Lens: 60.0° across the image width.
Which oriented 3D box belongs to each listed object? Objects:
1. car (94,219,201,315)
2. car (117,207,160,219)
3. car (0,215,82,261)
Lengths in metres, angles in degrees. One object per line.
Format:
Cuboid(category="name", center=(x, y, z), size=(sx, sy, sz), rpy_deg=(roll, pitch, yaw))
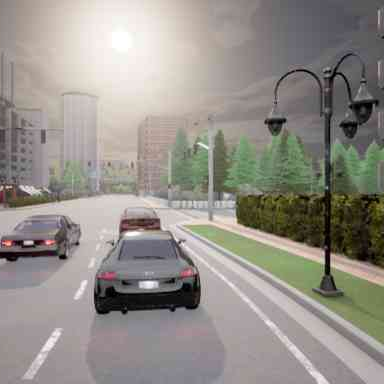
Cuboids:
Cuboid(category="car", center=(-1.041, 1.562, 7.701), size=(1.994, 1.385, 4.181), rpy_deg=(0, 0, -9))
Cuboid(category="car", center=(-2.658, 1.473, 16.539), size=(1.882, 1.535, 5.008), rpy_deg=(0, 0, -12))
Cuboid(category="car", center=(-5.316, 1.544, 12.266), size=(2.033, 1.411, 5.357), rpy_deg=(0, 0, -11))
